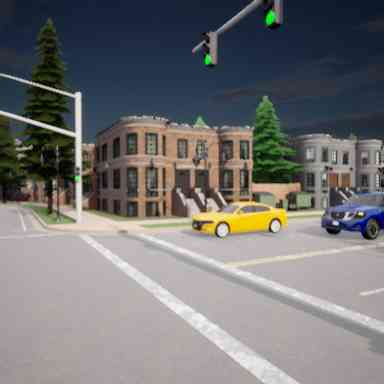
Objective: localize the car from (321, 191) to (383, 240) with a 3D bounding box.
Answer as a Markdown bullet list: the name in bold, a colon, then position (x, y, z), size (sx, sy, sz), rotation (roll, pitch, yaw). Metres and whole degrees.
- **car**: position (8.661, 0.976, 15.700), size (5.566, 2.045, 2.150), rotation (-1, 1, -28)

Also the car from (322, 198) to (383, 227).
- **car**: position (10.718, 1.170, 20.739), size (4.902, 1.511, 2.128), rotation (-1, 1, -28)

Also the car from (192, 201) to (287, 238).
- **car**: position (2.363, 1.248, 16.320), size (5.008, 1.535, 1.882), rotation (-1, 1, -28)
